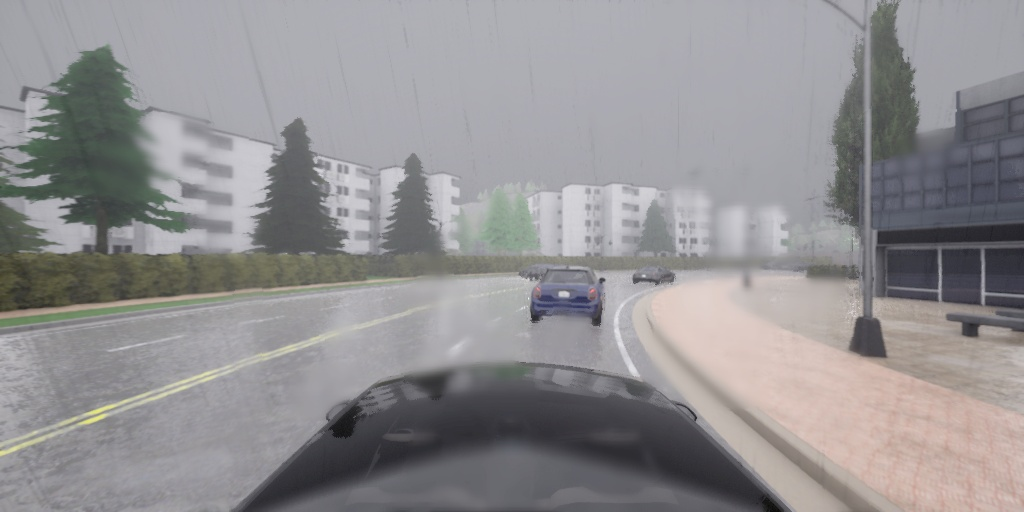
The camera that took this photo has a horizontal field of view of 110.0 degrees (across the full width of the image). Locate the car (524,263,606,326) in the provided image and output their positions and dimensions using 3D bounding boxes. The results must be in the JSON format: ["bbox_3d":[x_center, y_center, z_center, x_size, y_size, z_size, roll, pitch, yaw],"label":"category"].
[{"bbox_3d":[2.062,1.124,12.201,2.097,1.767,4.553,0,0,16],"label":"car"}]

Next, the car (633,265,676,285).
[{"bbox_3d":[10.771,1.396,27.068,1.994,1.385,4.181,0,0,42],"label":"car"}]

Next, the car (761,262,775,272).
[{"bbox_3d":[38.287,1.552,51.862,4.181,1.385,1.994,0,0,-15],"label":"car"}]

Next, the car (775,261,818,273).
[{"bbox_3d":[38.827,1.478,48.389,4.902,1.511,2.128,0,0,-15],"label":"car"}]

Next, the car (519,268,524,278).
[{"bbox_3d":[3.248,1.348,29.540,2.033,1.411,5.357,0,0,39],"label":"car"}]
